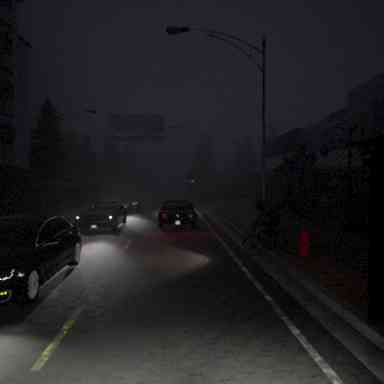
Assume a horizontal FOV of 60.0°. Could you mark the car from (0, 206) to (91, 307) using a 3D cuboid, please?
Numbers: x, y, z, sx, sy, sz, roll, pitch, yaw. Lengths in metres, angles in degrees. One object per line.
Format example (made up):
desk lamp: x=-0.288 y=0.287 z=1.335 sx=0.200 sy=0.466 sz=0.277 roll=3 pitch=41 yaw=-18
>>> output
car: x=-3.946 y=1.308 z=7.634 sx=1.837 sy=1.490 sz=4.892 roll=0 pitch=2 yaw=-3

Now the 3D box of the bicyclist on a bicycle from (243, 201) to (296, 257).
bicyclist on a bicycle: x=2.252 y=1.062 z=9.955 sx=1.656 sy=1.620 sz=0.582 roll=-9 pitch=2 yaw=-3

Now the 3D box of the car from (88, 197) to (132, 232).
car: x=-4.453 y=1.149 z=16.879 sx=1.895 sy=1.301 sz=4.718 roll=0 pitch=2 yaw=-3

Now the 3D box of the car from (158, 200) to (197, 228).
car: x=-0.813 y=1.099 z=18.093 sx=1.895 sy=1.301 sz=4.718 roll=0 pitch=2 yaw=-3

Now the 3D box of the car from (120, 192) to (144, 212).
car: x=-4.966 y=0.768 z=26.718 sx=2.128 sy=1.511 sz=4.902 roll=0 pitch=2 yaw=-3
